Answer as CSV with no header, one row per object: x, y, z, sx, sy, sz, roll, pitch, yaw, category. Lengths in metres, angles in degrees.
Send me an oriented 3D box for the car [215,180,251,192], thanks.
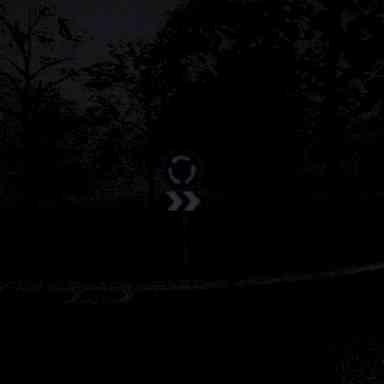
5.336,-0.839,43.902,4.902,1.511,2.128,0,4,37,car
